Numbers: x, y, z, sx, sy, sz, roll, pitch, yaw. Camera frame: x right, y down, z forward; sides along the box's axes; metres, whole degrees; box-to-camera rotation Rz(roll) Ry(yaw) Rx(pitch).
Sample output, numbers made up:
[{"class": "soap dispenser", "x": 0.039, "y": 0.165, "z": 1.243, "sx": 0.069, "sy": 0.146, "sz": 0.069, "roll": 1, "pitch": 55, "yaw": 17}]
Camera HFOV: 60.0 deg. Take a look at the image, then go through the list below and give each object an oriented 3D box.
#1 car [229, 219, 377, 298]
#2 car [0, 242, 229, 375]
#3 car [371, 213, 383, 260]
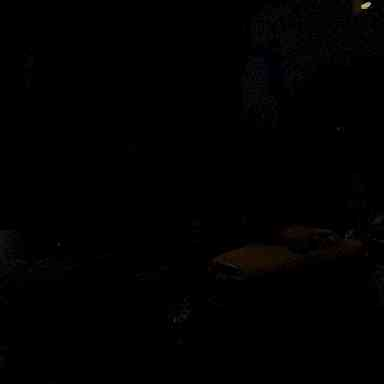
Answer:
[{"class": "car", "x": 2.567, "y": 1.525, "z": 8.488, "sx": 4.829, "sy": 1.417, "sz": 1.752, "roll": 0, "pitch": 0, "yaw": -36}, {"class": "car", "x": -1.719, "y": 1.566, "z": 5.424, "sx": 4.313, "sy": 1.339, "sz": 1.947, "roll": 0, "pitch": 0, "yaw": -36}, {"class": "car", "x": 7.128, "y": 1.441, "z": 11.749, "sx": 4.097, "sy": 1.590, "sz": 1.967, "roll": 0, "pitch": 0, "yaw": -36}]
